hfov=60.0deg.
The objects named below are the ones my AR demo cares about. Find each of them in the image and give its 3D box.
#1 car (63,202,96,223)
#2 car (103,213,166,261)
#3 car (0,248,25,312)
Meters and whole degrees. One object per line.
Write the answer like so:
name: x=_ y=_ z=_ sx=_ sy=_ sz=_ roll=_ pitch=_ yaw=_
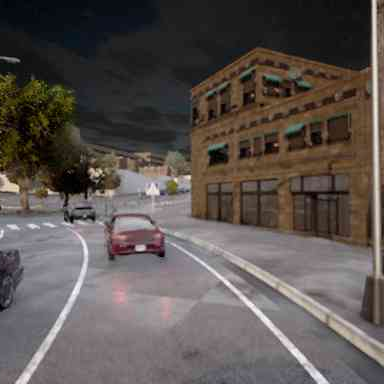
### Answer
car: x=-8.736 y=1.554 z=25.752 sx=2.128 sy=1.511 sz=4.902 roll=0 pitch=-1 yaw=-28
car: x=-2.175 y=1.481 z=12.068 sx=1.812 sy=1.442 sz=4.674 roll=0 pitch=0 yaw=-17
car: x=-4.150 y=1.538 z=4.834 sx=2.033 sy=1.411 sz=5.357 roll=0 pitch=0 yaw=-9
